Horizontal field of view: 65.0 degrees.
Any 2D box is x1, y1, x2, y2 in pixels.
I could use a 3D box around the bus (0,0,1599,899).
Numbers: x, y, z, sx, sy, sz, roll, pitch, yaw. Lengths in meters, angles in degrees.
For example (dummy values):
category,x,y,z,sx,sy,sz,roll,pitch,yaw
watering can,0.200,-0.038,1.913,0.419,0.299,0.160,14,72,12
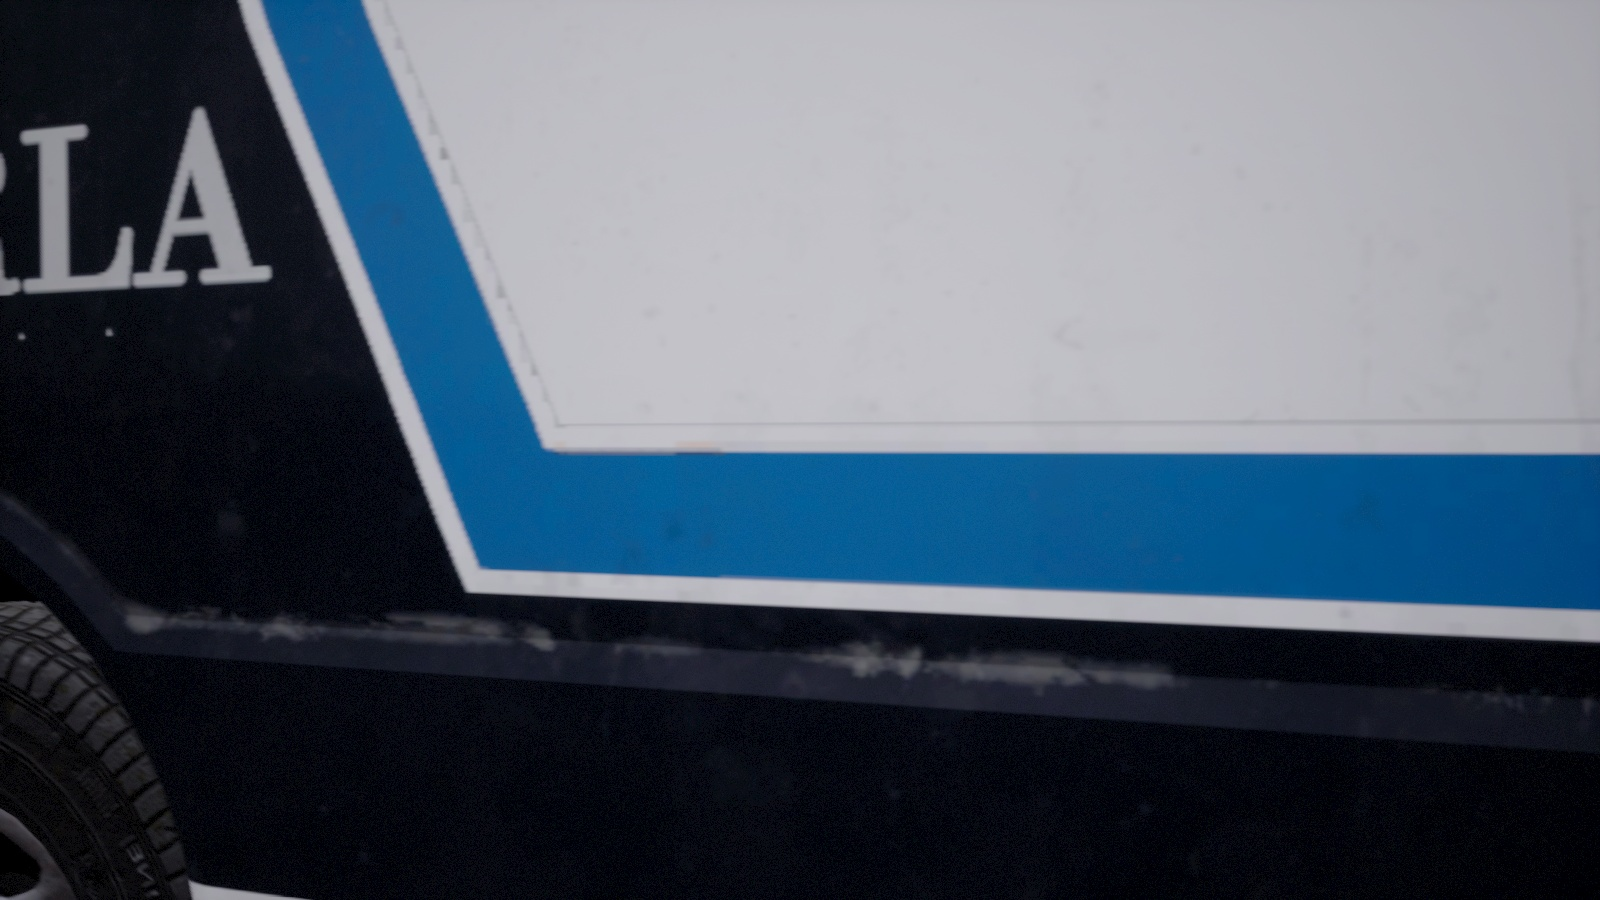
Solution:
category,x,y,z,sx,sy,sz,roll,pitch,yaw
bus,-3.547,-0.633,4.369,10.273,4.253,3.944,1,1,19
